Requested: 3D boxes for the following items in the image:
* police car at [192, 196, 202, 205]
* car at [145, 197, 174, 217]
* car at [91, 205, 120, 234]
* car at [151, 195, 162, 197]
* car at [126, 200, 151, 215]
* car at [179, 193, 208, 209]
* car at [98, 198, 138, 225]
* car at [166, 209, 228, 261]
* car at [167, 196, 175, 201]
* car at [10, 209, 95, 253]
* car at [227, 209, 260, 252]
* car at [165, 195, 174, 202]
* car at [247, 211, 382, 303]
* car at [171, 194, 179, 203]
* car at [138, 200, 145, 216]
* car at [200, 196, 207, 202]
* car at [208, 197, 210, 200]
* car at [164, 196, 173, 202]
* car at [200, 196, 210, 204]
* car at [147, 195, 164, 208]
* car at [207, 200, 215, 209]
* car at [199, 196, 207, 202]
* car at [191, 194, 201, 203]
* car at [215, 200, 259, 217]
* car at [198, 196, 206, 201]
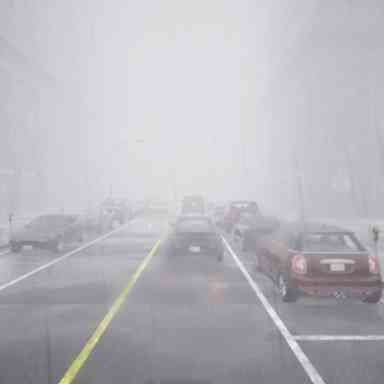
[{"bbox_3d":[0.901,1.576,63.672,1.930,1.638,5.238,0,0,0],"label":"police car"},{"bbox_3d":[-3.097,1.554,32.487,1.882,1.535,5.008,0,0,0],"label":"car"},{"bbox_3d":[-5.759,1.627,19.458,1.802,1.307,4.206,0,0,0],"label":"car"},{"bbox_3d":[-5.759,1.552,47.468,1.967,1.590,4.097,0,0,0],"label":"car"},{"bbox_3d":[-5.759,1.636,36.264,2.008,1.369,4.403,0,0,0],"label":"car"},{"bbox_3d":[0.099,1.298,32.550,2.150,2.045,5.566,0,0,0],"label":"car"},{"bbox_3d":[-5.758,1.374,25.061,2.192,1.841,5.009,0,0,0],"label":"car"},{"bbox_3d":[0.091,1.554,12.272,1.812,1.442,4.674,0,0,0],"label":"car"},{"bbox_3d":[-5.759,1.768,92.281,1.887,1.381,4.507,0,0,0],"label":"car"},{"bbox_3d":[-5.759,1.598,13.857,1.947,1.339,4.313,0,0,0],"label":"car"},{"bbox_3d":[2.766,1.598,13.860,1.947,1.339,4.313,0,0,0],"label":"car"},{"bbox_3d":[-5.759,1.649,86.680,1.967,1.590,4.097,0,0,0],"label":"car"},{"bbox_3d":[2.766,1.459,8.258,1.967,1.590,4.097,0,0,0],"label":"car"},{"bbox_3d":[-2.999,1.680,72.833,2.033,1.411,5.357,0,0,0],"label":"car"},{"bbox_3d":[-5.759,1.597,30.493,1.752,1.417,4.829,0,0,0],"label":"car"},{"bbox_3d":[2.766,1.721,81.256,1.752,1.417,4.829,0,0,0],"label":"car"},{"bbox_3d":[2.766,1.643,41.871,1.887,1.381,4.507,0,0,0],"label":"car"},{"bbox_3d":[-5.759,1.720,80.908,1.752,1.417,4.829,0,0,0],"label":"car"},{"bbox_3d":[2.767,1.607,69.881,1.967,1.590,4.097,0,0,0],"label":"car"},{"bbox_3d":[-5.758,1.440,53.069,2.192,1.841,5.009,0,0,0],"label":"car"},{"bbox_3d":[2.766,1.623,30.666,2.008,1.369,4.403,0,0,0],"label":"car"},{"bbox_3d":[2.766,1.754,86.688,1.887,1.381,4.507,0,0,0],"label":"car"},{"bbox_3d":[0.821,1.399,73.585,2.150,2.045,5.566,0,0,-1],"label":"car"},{"bbox_3d":[2.767,1.360,19.462,2.192,1.841,5.009,0,0,0],"label":"car"},{"bbox_3d":[2.766,1.768,92.290,1.887,1.381,4.507,0,0,0],"label":"car"}]
